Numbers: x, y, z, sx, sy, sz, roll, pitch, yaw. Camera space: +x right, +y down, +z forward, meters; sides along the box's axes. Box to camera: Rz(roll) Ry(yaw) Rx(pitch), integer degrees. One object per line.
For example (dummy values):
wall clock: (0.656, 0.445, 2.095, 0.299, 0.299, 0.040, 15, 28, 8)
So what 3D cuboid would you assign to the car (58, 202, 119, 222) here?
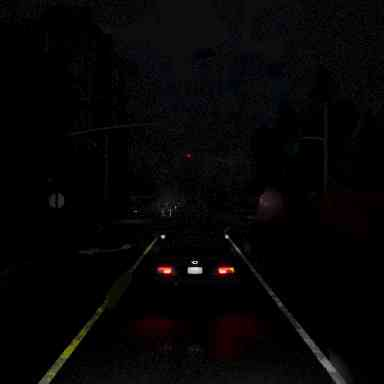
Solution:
car: (-7.998, 1.537, 25.661, 4.674, 1.442, 1.812, 0, 0, 4)

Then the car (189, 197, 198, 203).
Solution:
car: (0.244, 1.600, 69.643, 1.895, 1.301, 4.718, 0, 0, 0)

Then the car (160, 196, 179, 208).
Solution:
car: (-3.495, 1.491, 48.300, 2.128, 1.511, 4.902, 0, 0, 0)

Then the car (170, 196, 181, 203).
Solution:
car: (-3.359, 1.546, 68.884, 2.033, 1.411, 5.357, 0, 0, 0)

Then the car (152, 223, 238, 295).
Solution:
car: (0.077, 1.547, 8.871, 2.033, 1.411, 5.357, 0, 0, 0)
